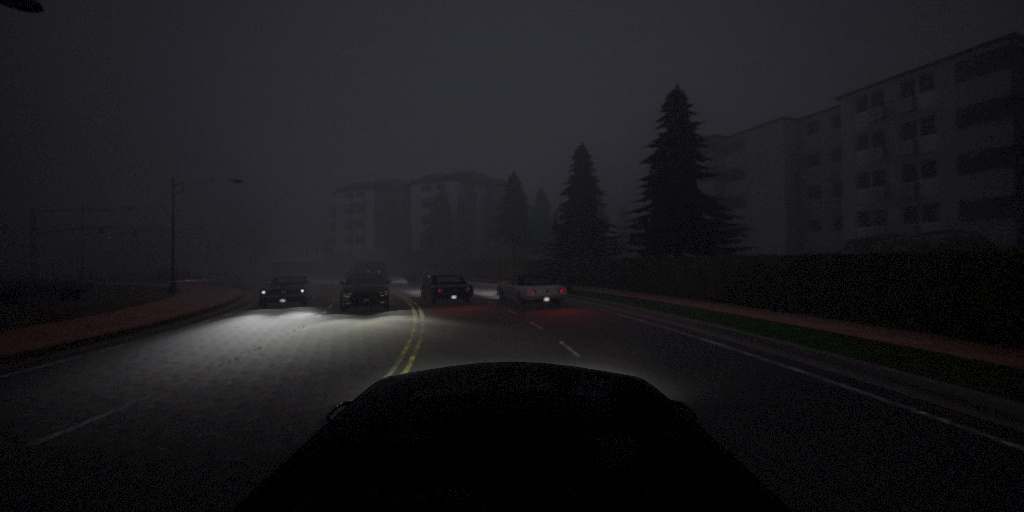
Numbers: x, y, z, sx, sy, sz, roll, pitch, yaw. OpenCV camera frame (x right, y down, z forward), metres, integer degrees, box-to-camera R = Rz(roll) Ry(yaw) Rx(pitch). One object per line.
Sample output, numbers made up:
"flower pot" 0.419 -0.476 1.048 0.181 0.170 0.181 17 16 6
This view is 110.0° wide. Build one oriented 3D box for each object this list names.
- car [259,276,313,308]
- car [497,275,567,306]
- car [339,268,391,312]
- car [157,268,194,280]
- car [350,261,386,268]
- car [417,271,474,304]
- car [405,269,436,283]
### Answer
"car" -10.926 1.670 17.596 1.895 1.301 4.718 0 -1 -26
"car" 0.734 1.550 17.043 1.895 1.301 4.718 0 -1 -19
"car" -6.618 1.487 16.212 1.882 1.535 5.008 0 -1 -23
"car" -41.758 2.264 44.432 4.674 1.442 1.812 -1 -1 19
"car" -13.688 1.533 33.628 2.150 2.045 5.566 1 -1 -45
"car" -3.467 1.608 18.362 1.895 1.301 4.718 0 -1 -22
"car" -7.989 1.843 32.536 1.895 1.301 4.718 0 -1 -39
